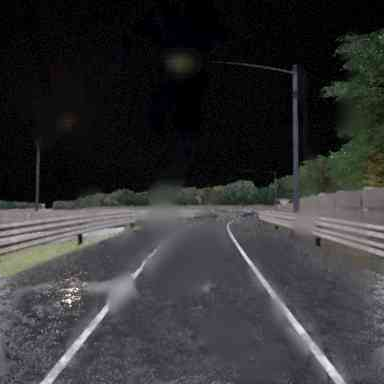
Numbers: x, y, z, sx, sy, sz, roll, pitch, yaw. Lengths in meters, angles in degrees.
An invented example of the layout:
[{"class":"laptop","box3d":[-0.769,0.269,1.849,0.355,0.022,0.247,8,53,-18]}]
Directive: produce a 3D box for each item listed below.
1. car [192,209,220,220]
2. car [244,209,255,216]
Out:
[{"class":"car","box3d":[2.231,3.383,48.960,2.033,1.411,5.357,-1,-3,30]},{"class":"car","box3d":[12.565,4.411,72.675,2.097,1.767,4.553,-1,-3,14]}]
